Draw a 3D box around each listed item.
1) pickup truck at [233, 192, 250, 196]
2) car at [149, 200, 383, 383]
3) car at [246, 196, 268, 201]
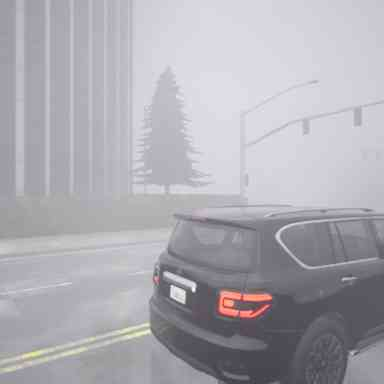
[{"bbox_3d":[10.264,1.112,68.801,2.390,2.098,6.274,0,0,-5],"label":"pickup truck"},{"bbox_3d":[2.050,1.227,5.201,5.566,2.045,2.150,0,0,-35],"label":"car"},{"bbox_3d":[8.899,1.599,42.503,1.994,1.385,4.181,0,0,-36],"label":"car"}]
